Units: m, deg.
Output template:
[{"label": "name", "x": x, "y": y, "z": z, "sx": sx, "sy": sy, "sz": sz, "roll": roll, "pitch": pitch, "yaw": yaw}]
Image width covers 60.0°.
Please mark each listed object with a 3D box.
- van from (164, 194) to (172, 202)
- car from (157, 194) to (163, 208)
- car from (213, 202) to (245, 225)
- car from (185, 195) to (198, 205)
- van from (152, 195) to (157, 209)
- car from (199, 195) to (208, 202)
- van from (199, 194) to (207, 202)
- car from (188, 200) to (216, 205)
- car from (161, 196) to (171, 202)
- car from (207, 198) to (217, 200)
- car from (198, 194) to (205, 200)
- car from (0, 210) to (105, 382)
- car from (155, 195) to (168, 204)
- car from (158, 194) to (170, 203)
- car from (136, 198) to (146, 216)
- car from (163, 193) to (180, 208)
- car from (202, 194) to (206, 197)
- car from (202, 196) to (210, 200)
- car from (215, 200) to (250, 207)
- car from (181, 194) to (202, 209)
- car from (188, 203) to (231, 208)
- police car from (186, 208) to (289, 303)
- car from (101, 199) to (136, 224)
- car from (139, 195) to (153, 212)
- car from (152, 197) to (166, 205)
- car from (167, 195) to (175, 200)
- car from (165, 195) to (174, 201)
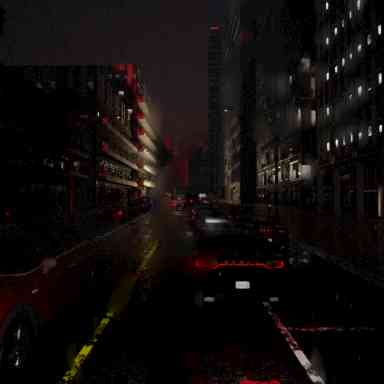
[{"label": "van", "x": -5.781, "y": 1.355, "z": 80.316, "sx": 1.690, "sy": 1.788, "sz": 3.998, "roll": 1, "pitch": 0, "yaw": 0}, {"label": "car", "x": -5.751, "y": 1.327, "z": 47.036, "sx": 2.192, "sy": 1.841, "sz": 5.009, "roll": 1, "pitch": 0, "yaw": 0}, {"label": "car", "x": 2.662, "y": 1.553, "z": 24.937, "sx": 1.887, "sy": 1.381, "sz": 4.507, "roll": 1, "pitch": 0, "yaw": 0}, {"label": "car", "x": -0.099, "y": 1.365, "z": 58.893, "sx": 2.097, "sy": 1.767, "sz": 4.553, "roll": 0, "pitch": 0, "yaw": 0}, {"label": "van", "x": -5.741, "y": 1.352, "z": 41.490, "sx": 1.690, "sy": 1.788, "sz": 3.998, "roll": 1, "pitch": 0, "yaw": 0}, {"label": "car", "x": 2.580, "y": 1.454, "z": 74.869, "sx": 1.967, "sy": 1.590, "sz": 4.097, "roll": 1, "pitch": 0, "yaw": 0}, {"label": "van", "x": 2.573, "y": 1.355, "z": 80.417, "sx": 1.690, "sy": 1.788, "sz": 3.998, "roll": 1, "pitch": 0, "yaw": 0}, {"label": "car", "x": 0.807, "y": 1.535, "z": 24.315, "sx": 1.812, "sy": 1.442, "sz": 4.674, "roll": 0, "pitch": 0, "yaw": 0}, {"label": "car", "x": -5.811, "y": 1.539, "z": 74.599, "sx": 1.752, "sy": 1.417, "sz": 4.829, "roll": 1, "pitch": 0, "yaw": 0}, {"label": "car", "x": 2.653, "y": 1.554, "z": 30.486, "sx": 1.887, "sy": 1.381, "sz": 4.507, "roll": 1, "pitch": 0, "yaw": 0}, {"label": "car", "x": 2.553, "y": 1.452, "z": 91.513, "sx": 1.967, "sy": 1.590, "sz": 4.097, "roll": 1, "pitch": 0, "yaw": 0}, {"label": "car", "x": -3.110, "y": 1.354, "z": 5.407, "sx": 2.097, "sy": 1.767, "sz": 4.553, "roll": 0, "pitch": 0, "yaw": 0}, {"label": "car", "x": -5.781, "y": 1.454, "z": 63.676, "sx": 1.967, "sy": 1.590, "sz": 4.097, "roll": 1, "pitch": 0, "yaw": 0}, {"label": "car", "x": -5.791, "y": 1.329, "z": 69.223, "sx": 2.192, "sy": 1.841, "sz": 5.009, "roll": 1, "pitch": 0, "yaw": 0}, {"label": "car", "x": -5.727, "y": 1.554, "z": 30.396, "sx": 1.887, "sy": 1.381, "sz": 4.507, "roll": 1, "pitch": 0, "yaw": 0}, {"label": "car", "x": -3.177, "y": 1.364, "z": 47.675, "sx": 2.097, "sy": 1.767, "sz": 4.553, "roll": 0, "pitch": 0, "yaw": 0}, {"label": "car", "x": 2.616, "y": 1.537, "z": 52.847, "sx": 1.752, "sy": 1.417, "sz": 4.829, "roll": 1, "pitch": 0, "yaw": 0}, {"label": "car", "x": 2.634, "y": 1.562, "z": 41.581, "sx": 2.008, "sy": 1.369, "sz": 4.403, "roll": 1, "pitch": 0, "yaw": 0}, {"label": "car", "x": 2.673, "y": 1.447, "z": 19.389, "sx": 1.967, "sy": 1.590, "sz": 4.097, "roll": 1, "pitch": 0, "yaw": 0}, {"label": "car", "x": -0.064, "y": 1.233, "z": 45.515, "sx": 2.150, "sy": 2.045, "sz": 5.566, "roll": 0, "pitch": 0, "yaw": 0}, {"label": "car", "x": 0.849, "y": 1.533, "z": 18.317, "sx": 1.812, "sy": 1.442, "sz": 4.674, "roll": 0, "pitch": 0, "yaw": 0}, {"label": "police car", "x": 0.885, "y": 1.428, "z": 8.425, "sx": 1.930, "sy": 1.638, "sz": 5.238, "roll": 0, "pitch": 0, "yaw": 0}, {"label": "car", "x": -5.716, "y": 1.449, "z": 24.848, "sx": 1.967, "sy": 1.590, "sz": 4.097, "roll": 1, "pitch": 0, "yaw": 0}, {"label": "car", "x": -5.734, "y": 1.450, "z": 35.943, "sx": 1.967, "sy": 1.590, "sz": 4.097, "roll": 1, "pitch": 0, "yaw": 0}, {"label": "car", "x": -5.773, "y": 1.564, "z": 58.129, "sx": 2.008, "sy": 1.369, "sz": 4.403, "roll": 1, "pitch": 0, "yaw": 0}, {"label": "car", "x": -5.797, "y": 1.594, "z": 91.409, "sx": 1.802, "sy": 1.307, "sz": 4.206, "roll": 1, "pitch": 0, "yaw": 0}, {"label": "car", "x": -5.787, "y": 1.538, "z": 85.693, "sx": 1.752, "sy": 1.417, "sz": 4.829, "roll": 1, "pitch": 0, "yaw": 0}]
